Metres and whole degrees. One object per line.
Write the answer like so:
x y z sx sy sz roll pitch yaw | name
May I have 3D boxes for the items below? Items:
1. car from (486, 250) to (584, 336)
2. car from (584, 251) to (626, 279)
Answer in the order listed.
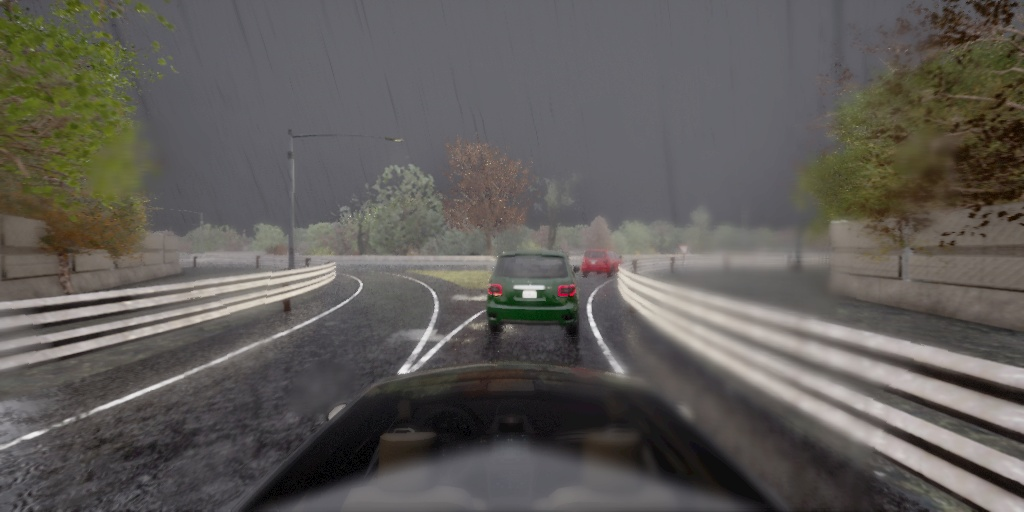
0.765 0.854 10.236 2.150 2.045 5.566 0 1 8 | car
7.197 0.608 27.762 2.150 2.045 5.566 0 1 31 | car
